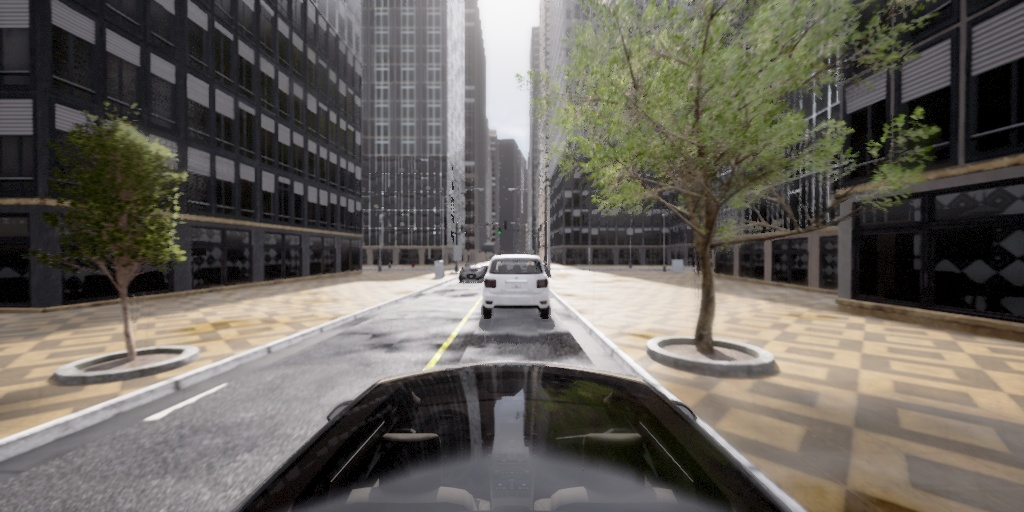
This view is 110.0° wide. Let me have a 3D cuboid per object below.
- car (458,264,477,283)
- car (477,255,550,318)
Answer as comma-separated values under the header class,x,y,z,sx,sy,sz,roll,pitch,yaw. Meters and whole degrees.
class,x,y,z,sx,sy,sz,roll,pitch,yaw
car,-2.999,1.324,28.347,1.994,1.385,4.181,0,0,0
car,0.135,0.975,13.217,2.150,2.045,5.566,0,0,0
